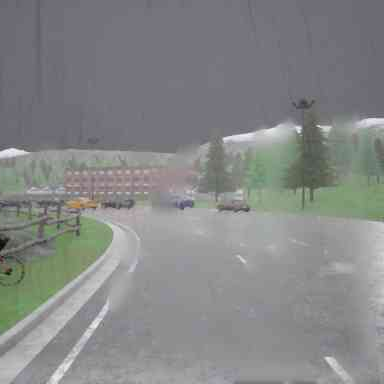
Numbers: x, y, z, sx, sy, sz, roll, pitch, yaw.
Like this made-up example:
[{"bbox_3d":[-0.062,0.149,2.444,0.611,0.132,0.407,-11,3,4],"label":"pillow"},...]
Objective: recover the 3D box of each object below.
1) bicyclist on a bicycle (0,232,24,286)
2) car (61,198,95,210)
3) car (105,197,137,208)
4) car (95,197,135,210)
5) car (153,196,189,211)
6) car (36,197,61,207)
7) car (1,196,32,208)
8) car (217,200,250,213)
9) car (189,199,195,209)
[{"bbox_3d":[-4.558,1.322,7.370,1.656,1.620,0.582,-2,0,-1],"label":"bicyclist on a bicycle"},{"bbox_3d":[-14.032,1.477,42.137,5.008,1.535,1.882,0,0,36],"label":"car"},{"bbox_3d":[-10.374,1.505,48.256,4.892,1.490,1.837,0,0,37],"label":"car"},{"bbox_3d":[-9.899,1.491,43.288,4.902,1.511,2.128,0,0,40],"label":"car"},{"bbox_3d":[-2.973,1.352,41.810,2.097,1.767,4.553,0,0,-42],"label":"car"},{"bbox_3d":[-21.371,1.525,50.264,4.674,1.442,1.812,0,0,24],"label":"car"},{"bbox_3d":[-25.614,1.352,48.236,4.553,1.767,2.097,0,0,20],"label":"car"},{"bbox_3d":[4.667,1.564,37.913,1.994,1.385,4.181,0,0,-33],"label":"car"},{"bbox_3d":[-1.792,1.477,45.624,1.882,1.535,5.008,0,0,-43],"label":"car"}]
